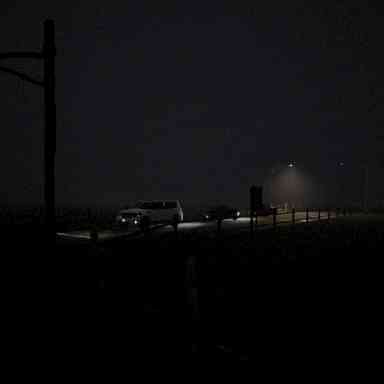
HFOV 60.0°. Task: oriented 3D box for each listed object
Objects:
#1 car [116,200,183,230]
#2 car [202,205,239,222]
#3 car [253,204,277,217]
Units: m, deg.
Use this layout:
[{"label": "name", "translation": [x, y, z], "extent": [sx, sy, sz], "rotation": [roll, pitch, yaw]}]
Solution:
[{"label": "car", "translation": [-2.964, 1.608, 24.606], "extent": [2.150, 2.045, 5.566], "rotation": [0, -1, 36]}, {"label": "car", "translation": [2.849, 2.067, 32.547], "extent": [2.128, 1.511, 4.902], "rotation": [0, -1, 36]}, {"label": "car", "translation": [8.877, 2.266, 40.777], "extent": [2.128, 1.511, 4.902], "rotation": [0, -1, 36]}]
